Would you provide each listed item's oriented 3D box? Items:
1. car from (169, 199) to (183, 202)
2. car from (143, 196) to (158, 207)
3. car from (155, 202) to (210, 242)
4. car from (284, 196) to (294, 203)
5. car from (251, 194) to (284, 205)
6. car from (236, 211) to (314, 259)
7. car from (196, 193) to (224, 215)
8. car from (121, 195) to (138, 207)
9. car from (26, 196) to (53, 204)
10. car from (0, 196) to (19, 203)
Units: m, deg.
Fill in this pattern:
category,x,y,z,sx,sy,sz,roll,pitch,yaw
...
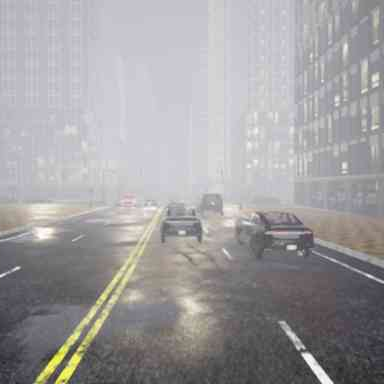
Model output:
category,x,y,z,sx,sy,sz,roll,pitch,yaw
car,-1.623,1.416,33.712,2.128,1.511,4.902,0,0,-4
car,-5.891,1.386,47.980,2.128,1.511,4.902,0,0,-3
car,-0.550,1.457,16.121,2.128,1.511,4.902,0,0,-3
car,18.038,1.440,67.089,4.829,1.417,1.752,0,1,-3
car,12.958,1.350,58.468,5.009,1.841,2.192,0,1,-3
car,2.901,1.458,12.504,2.128,1.511,4.902,0,0,-3
car,1.706,1.140,32.553,2.150,2.045,5.566,0,0,-4
car,-9.215,1.257,49.325,2.097,1.767,4.553,0,0,-4
car,-25.925,1.359,56.561,4.313,1.339,1.947,0,1,-2
car,-31.607,1.338,56.338,4.206,1.307,1.802,0,1,-2
